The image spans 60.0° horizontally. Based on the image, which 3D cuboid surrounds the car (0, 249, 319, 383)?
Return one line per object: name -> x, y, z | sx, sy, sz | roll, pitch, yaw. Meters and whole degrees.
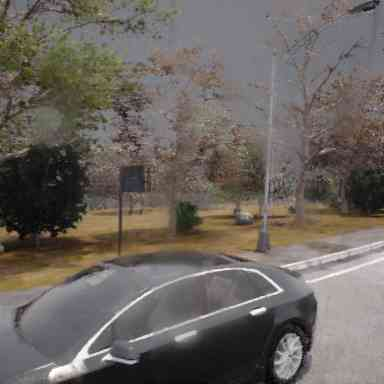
car -> -0.529, 1.518, 3.754 | 4.892, 1.490, 1.837 | 0, 0, -37
